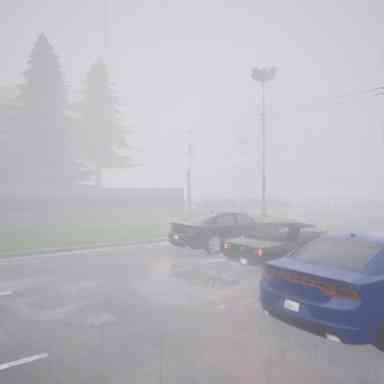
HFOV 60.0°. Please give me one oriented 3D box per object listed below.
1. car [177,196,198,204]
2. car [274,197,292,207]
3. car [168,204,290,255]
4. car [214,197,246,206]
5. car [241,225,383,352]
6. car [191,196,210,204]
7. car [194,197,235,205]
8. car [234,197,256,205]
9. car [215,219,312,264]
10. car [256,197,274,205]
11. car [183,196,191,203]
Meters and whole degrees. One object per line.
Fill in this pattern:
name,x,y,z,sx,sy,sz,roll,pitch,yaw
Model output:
car,-0.938,1.524,64.187,1.994,1.385,4.181,0,0,-36
car,11.721,1.485,46.572,1.812,1.442,4.674,0,0,-36
car,1.439,1.468,13.373,5.008,1.535,1.882,0,0,-35
car,6.115,1.508,54.346,2.033,1.411,5.357,0,0,-36
car,3.444,1.470,6.205,5.008,1.535,1.882,0,0,-35
car,0.278,1.532,50.437,1.994,1.385,4.181,0,0,-37
car,2.738,1.572,41.064,1.895,1.301,4.718,0,0,-36
car,5.487,1.459,43.241,2.128,1.511,4.902,0,0,-36
car,3.222,1.591,10.346,4.718,1.301,1.895,0,0,-36
car,8.348,1.468,45.261,1.837,1.490,4.892,0,0,-36
car,-2.644,1.477,48.511,1.837,1.490,4.892,0,0,-36
